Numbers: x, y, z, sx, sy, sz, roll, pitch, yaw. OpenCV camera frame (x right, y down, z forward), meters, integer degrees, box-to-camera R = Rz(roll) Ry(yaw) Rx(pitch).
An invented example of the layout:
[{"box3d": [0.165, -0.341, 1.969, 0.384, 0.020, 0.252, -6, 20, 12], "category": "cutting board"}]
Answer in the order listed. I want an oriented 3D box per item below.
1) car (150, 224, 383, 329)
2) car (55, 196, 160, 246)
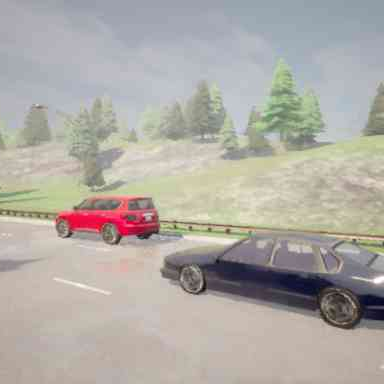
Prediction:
[{"box3d": [1.845, 1.540, 6.942, 5.357, 1.411, 2.033, 0, 0, 36], "category": "car"}, {"box3d": [-3.996, 1.179, 15.434, 5.566, 2.045, 2.150, 0, 0, 35], "category": "car"}]
